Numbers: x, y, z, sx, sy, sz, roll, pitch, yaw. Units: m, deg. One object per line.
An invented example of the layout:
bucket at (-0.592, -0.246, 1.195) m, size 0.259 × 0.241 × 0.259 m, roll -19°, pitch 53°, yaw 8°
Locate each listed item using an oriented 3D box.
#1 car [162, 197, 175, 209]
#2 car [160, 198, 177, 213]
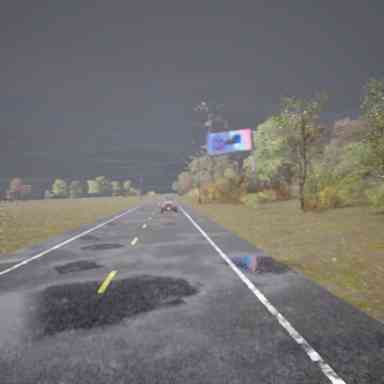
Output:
car at (-3.474, 1.625, 48.971) m, size 1.837 × 1.490 × 4.892 m, roll -3°, pitch 0°, yaw -4°
car at (-2.669, 1.616, 38.232) m, size 1.812 × 1.442 × 4.674 m, roll -3°, pitch 0°, yaw -4°
